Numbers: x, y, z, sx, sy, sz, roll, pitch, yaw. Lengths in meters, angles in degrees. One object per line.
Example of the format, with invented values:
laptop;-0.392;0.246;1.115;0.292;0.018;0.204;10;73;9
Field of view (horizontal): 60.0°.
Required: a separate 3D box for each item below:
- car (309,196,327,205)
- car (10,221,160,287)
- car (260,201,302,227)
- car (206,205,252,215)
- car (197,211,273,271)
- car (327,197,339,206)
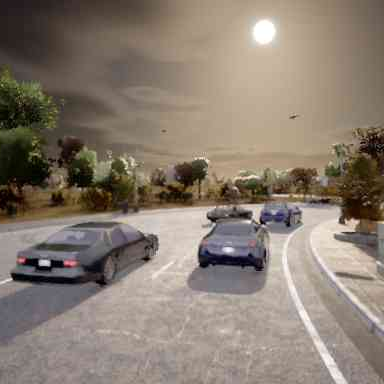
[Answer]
car;21.781;1.439;56.594;5.008;1.535;1.882;-1;1;-42
car;-2.555;1.544;9.474;2.033;1.411;5.357;0;0;13
car;6.366;1.394;23.528;2.097;1.767;4.553;1;0;29
car;2.886;1.607;24.515;1.895;1.301;4.718;1;0;29
car;1.530;1.577;11.184;1.994;1.385;4.181;0;0;15
car;24.441;1.540;54.292;4.674;1.442;1.812;-1;1;-42
